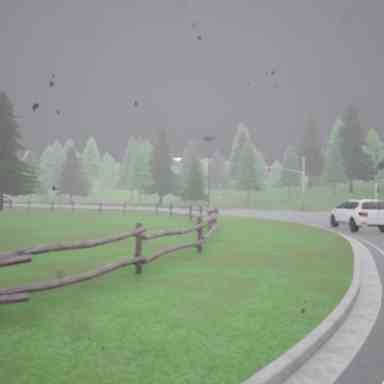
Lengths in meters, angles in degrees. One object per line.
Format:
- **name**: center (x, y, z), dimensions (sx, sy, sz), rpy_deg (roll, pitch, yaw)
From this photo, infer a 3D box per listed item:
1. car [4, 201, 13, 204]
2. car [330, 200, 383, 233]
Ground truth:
- **car**: center (-39.968, 1.893, 70.204), dimensions (4.674, 1.442, 1.812), rpy_deg (0, -1, 24)
- **car**: center (11.194, 1.519, 22.368), dimensions (2.150, 2.045, 5.566), rpy_deg (0, -1, 3)
